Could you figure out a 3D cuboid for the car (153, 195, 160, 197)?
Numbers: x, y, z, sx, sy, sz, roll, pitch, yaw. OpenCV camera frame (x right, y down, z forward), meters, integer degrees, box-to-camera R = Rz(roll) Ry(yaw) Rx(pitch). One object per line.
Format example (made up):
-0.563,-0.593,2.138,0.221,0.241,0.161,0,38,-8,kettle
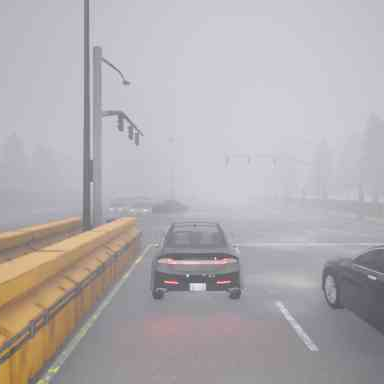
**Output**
-7.155,1.547,55.983,2.033,1.411,5.357,0,0,0,car

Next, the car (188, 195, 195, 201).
-0.106,1.524,88.507,1.812,1.442,4.674,0,0,0,car

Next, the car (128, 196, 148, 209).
-7.154,1.352,46.508,2.097,1.767,4.553,0,0,0,car

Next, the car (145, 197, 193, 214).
-2.221,1.526,34.016,1.812,1.442,4.674,1,0,36,car

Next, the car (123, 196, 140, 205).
-10.647,1.492,58.982,2.128,1.511,4.902,0,0,0,car

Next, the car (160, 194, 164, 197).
-7.116,1.526,65.796,1.812,1.442,4.674,0,0,0,car

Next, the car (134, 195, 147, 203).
-10.583,1.478,69.071,1.882,1.535,5.008,0,0,0,car

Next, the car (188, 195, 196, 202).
-0.080,1.553,72.785,1.994,1.385,4.181,0,0,0,car

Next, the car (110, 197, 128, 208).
-10.657,1.547,49.196,2.033,1.411,5.357,0,0,0,car

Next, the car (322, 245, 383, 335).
3.595,1.505,4.989,1.837,1.490,4.892,0,0,0,car

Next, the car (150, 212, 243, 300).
0.074,1.492,8.401,2.128,1.511,4.902,0,0,-1,car
